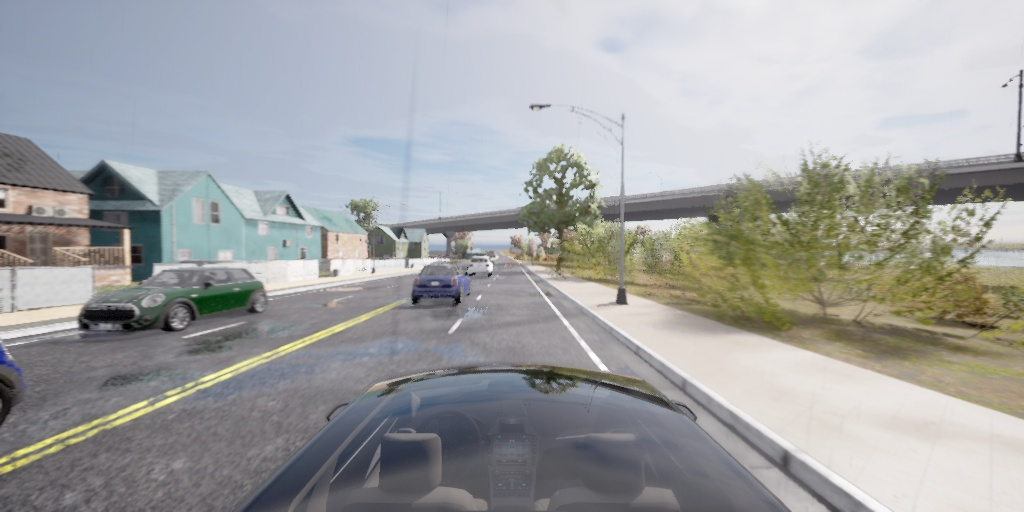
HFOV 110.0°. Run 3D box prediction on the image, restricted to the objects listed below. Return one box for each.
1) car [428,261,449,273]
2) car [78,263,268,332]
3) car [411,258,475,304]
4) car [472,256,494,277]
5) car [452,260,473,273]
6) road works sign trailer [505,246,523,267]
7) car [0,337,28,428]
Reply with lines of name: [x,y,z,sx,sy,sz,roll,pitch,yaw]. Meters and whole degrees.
car: [-9.757,1.404,47.699,1.812,1.442,4.674,0,0,0]
car: [-9.801,1.129,10.910,2.097,1.767,4.553,0,0,1]
car: [-3.140,1.135,16.775,2.097,1.767,4.553,0,0,0]
car: [-3.121,1.063,37.050,2.150,2.045,5.566,0,0,0]
car: [-6.508,1.368,47.753,2.128,1.511,4.902,0,0,1]
road works sign trailer: [0.233,0.115,64.643,2.380,3.560,2.880,0,0,3]
car: [-6.591,1.107,2.043,2.097,1.767,4.553,0,0,0]
